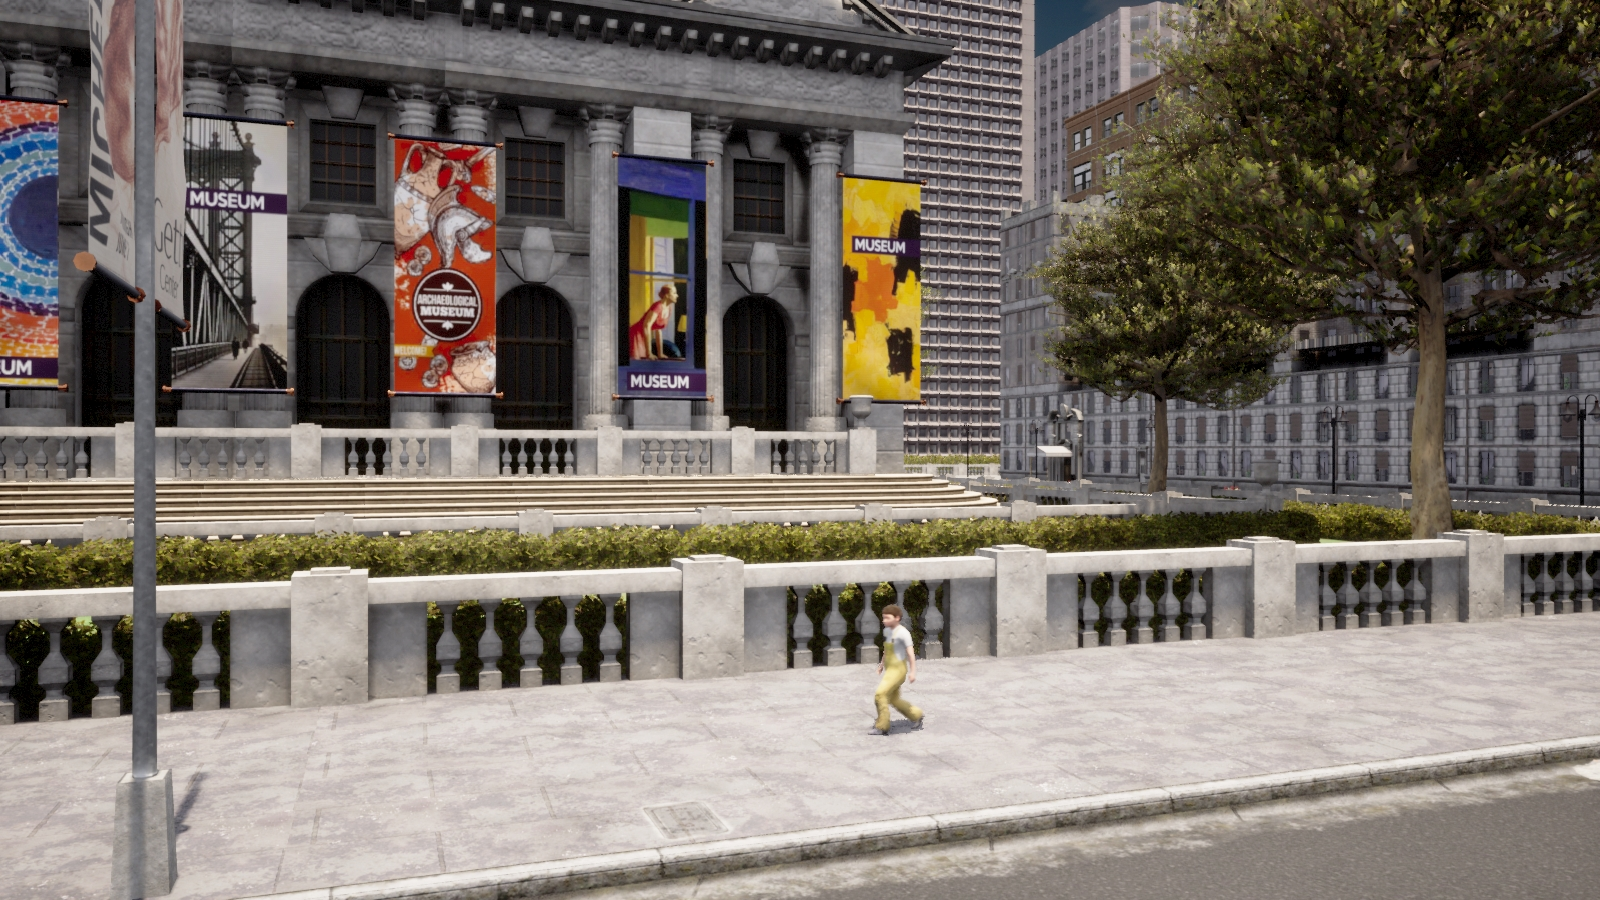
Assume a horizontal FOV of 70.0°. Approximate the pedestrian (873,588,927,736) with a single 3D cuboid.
[{"bbox_3d":[0.936,1.978,10.742,0.375,1.300,0.375,0,0,-20],"label":"pedestrian"}]
